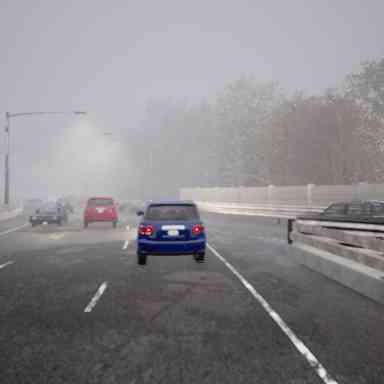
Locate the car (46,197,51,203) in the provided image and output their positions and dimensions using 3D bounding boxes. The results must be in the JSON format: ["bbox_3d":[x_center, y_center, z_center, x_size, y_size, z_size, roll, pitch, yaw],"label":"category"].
[{"bbox_3d":[-28.866,1.729,68.854,1.812,1.442,4.674,0,0,-42],"label":"car"}]

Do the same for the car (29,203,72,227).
[{"bbox_3d":[-10.036,1.721,23.682,1.895,1.301,4.718,0,0,-14],"label":"car"}]

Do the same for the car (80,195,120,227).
[{"bbox_3d":[-6.501,1.343,23.929,2.150,2.045,5.566,0,0,-13],"label":"car"}]

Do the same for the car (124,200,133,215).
[{"bbox_3d":[-5.086,1.717,34.199,2.033,1.411,5.357,0,0,-26],"label":"car"}]

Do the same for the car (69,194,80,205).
[{"bbox_3d":[-21.933,1.551,65.586,2.150,2.045,5.566,1,-1,-36],"label":"car"}]

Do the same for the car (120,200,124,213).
[{"bbox_3d":[-8.323,1.709,40.932,1.837,1.490,4.892,0,0,-22],"label":"car"}]

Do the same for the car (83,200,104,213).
[{"bbox_3d":[-12.378,1.773,41.595,1.994,1.385,4.181,0,0,-23],"label":"car"}]

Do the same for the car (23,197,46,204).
[{"bbox_3d":[-31.554,1.674,66.613,1.882,1.535,5.008,0,0,-42],"label":"car"}]

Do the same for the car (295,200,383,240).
[{"bbox_3d":[7.302,1.396,15.083,2.150,2.045,5.566,0,0,-39],"label":"car"}]

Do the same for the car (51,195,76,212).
[{"bbox_3d":[-15.816,1.558,40.759,2.097,1.767,4.553,0,0,-23],"label":"car"}]

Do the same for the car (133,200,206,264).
[{"bbox_3d":[-0.860,1.285,12.358,2.150,2.045,5.566,0,0,-7],"label":"car"}]
